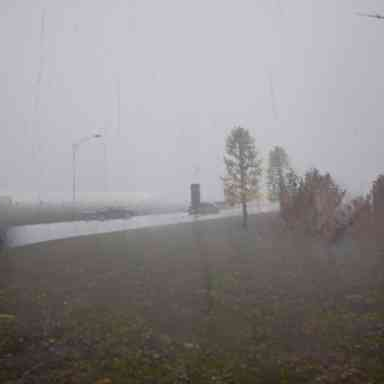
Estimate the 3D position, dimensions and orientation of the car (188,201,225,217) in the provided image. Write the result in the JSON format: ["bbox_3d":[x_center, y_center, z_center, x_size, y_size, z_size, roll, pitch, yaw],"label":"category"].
[{"bbox_3d":[1.316,1.791,35.069,1.812,1.442,4.674,-2,-1,32],"label":"car"}]

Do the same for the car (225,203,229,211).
[{"bbox_3d":[3.462,1.963,45.441,1.812,1.442,4.674,-2,-1,32],"label":"car"}]

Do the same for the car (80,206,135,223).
[{"bbox_3d":[-7.118,1.856,28.260,1.895,1.301,4.718,-2,-1,32],"label":"car"}]
